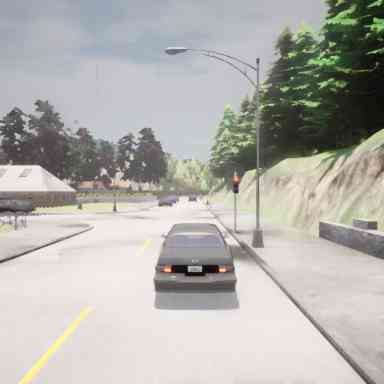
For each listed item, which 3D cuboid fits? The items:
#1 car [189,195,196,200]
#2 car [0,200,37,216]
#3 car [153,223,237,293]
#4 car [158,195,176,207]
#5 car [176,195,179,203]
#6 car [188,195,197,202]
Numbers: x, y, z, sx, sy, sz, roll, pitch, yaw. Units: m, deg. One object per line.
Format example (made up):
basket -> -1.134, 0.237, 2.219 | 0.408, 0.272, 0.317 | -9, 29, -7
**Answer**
car -> 0.156, 1.408, 86.111 | 1.812, 1.442, 4.674 | 0, 0, 0
car -> -17.369, 1.491, 31.612 | 4.902, 1.511, 2.128 | 0, 0, 0
car -> 0.075, 1.547, 8.997 | 2.033, 1.411, 5.357 | 0, 0, 0
car -> -4.003, 1.564, 51.121 | 1.994, 1.385, 4.181 | 0, 0, 0
car -> -3.943, 1.477, 62.663 | 1.882, 1.535, 5.008 | 0, 0, 1
car -> 0.137, 1.516, 75.751 | 2.128, 1.511, 4.902 | 0, 0, 0
